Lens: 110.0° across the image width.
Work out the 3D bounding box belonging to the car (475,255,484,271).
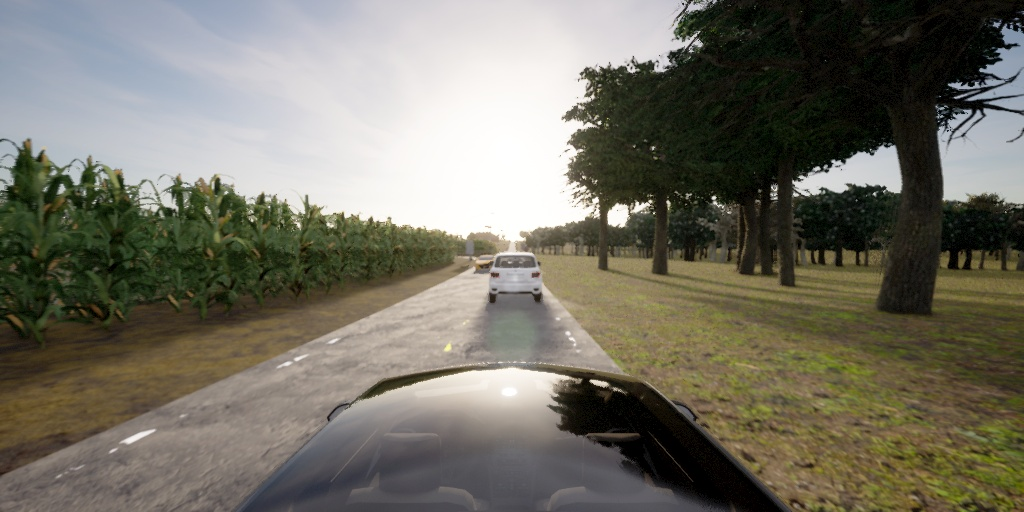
[{"bbox_3d":[-2.602,0.682,36.436,1.882,1.535,5.008,0,2,0],"label":"car"}]

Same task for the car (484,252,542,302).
[{"bbox_3d":[0.150,0.844,16.326,2.150,2.045,5.566,0,1,1],"label":"car"}]
